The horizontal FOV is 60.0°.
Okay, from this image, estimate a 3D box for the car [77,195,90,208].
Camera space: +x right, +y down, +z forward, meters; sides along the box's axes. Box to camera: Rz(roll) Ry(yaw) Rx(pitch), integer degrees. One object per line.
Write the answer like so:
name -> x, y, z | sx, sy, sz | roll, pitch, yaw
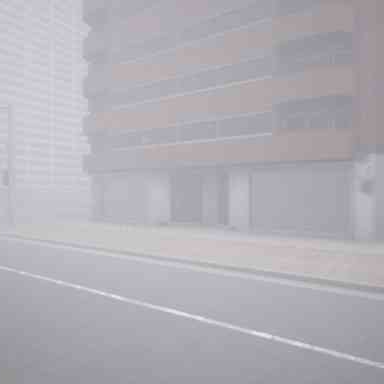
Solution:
car -> -13.990, 1.479, 46.963 | 1.812, 1.442, 4.674 | 0, 0, 34
